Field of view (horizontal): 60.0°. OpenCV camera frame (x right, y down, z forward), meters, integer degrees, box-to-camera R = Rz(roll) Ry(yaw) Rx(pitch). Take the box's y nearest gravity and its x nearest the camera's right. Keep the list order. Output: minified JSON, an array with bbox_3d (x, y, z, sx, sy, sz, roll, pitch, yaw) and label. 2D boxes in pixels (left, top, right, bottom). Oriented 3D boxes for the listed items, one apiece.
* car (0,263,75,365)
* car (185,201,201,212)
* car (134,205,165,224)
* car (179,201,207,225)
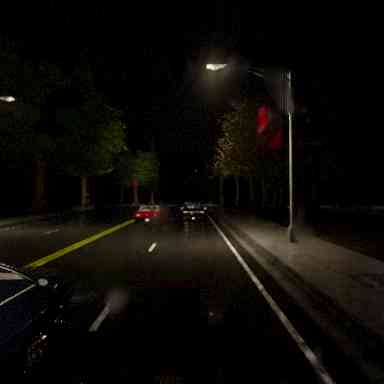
[{"bbox_3d":[-3.149,1.550,3.920,2.033,1.411,5.357,0,0,0],"label":"car"},{"bbox_3d":[0.105,1.821,42.922,1.994,1.385,4.181,0,-1,0],"label":"car"},{"bbox_3d":[-3.147,1.687,25.674,1.895,1.301,4.718,0,0,0],"label":"car"},{"bbox_3d":[0.101,1.573,24.808,2.128,1.511,4.902,0,0,0],"label":"car"}]
